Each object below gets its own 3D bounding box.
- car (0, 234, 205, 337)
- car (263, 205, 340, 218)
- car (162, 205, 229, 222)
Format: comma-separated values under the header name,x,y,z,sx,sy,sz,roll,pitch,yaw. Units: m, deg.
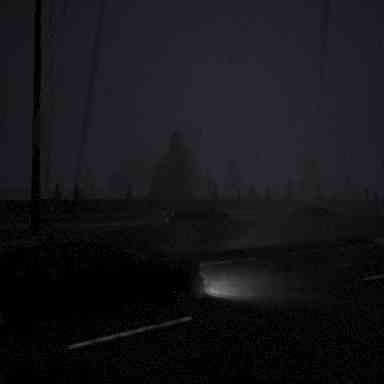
name,x,y,z,sx,sy,sz,roll,pitch,yaw
car,-2.378,1.529,6.237,5.357,1.411,2.033,0,0,-34
car,6.388,1.518,19.385,5.008,1.535,1.882,0,0,-25
car,0.275,1.607,24.196,4.718,1.301,1.895,0,0,-27
